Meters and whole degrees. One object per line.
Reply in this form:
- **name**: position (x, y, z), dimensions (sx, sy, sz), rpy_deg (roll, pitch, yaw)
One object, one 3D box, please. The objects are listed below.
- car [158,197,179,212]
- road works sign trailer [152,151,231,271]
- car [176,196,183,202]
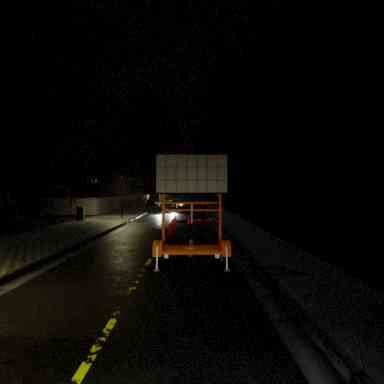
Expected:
- **car**: position (-2.871, 1.611, 38.978), dimensions (1.895, 1.301, 4.718), rpy_deg (0, 0, 0)
- **road works sign trailer**: position (-0.005, 0.464, 10.853), dimensions (2.380, 3.560, 2.880), rpy_deg (0, 0, 0)
- **car**: position (-2.786, 1.527, 70.561), dimensions (2.128, 1.511, 4.902), rpy_deg (0, 0, 0)
